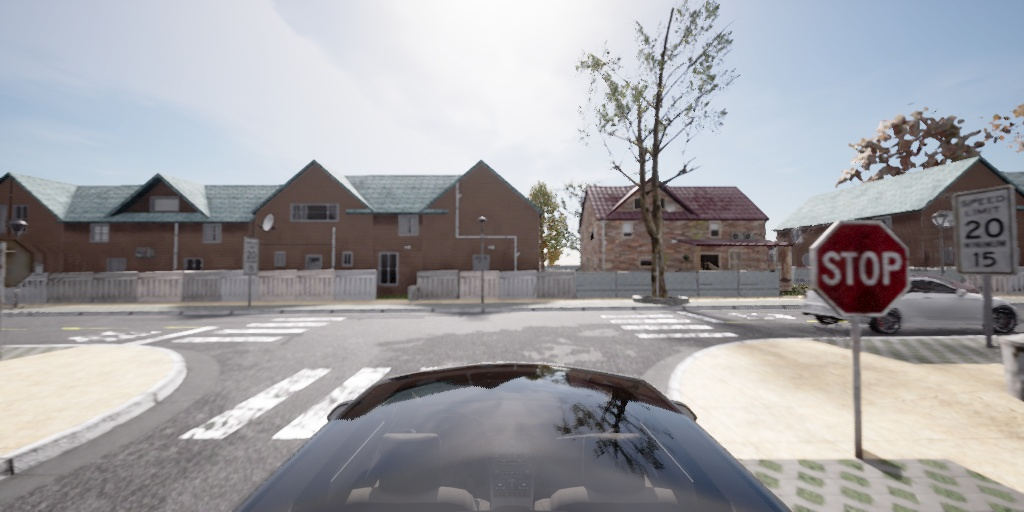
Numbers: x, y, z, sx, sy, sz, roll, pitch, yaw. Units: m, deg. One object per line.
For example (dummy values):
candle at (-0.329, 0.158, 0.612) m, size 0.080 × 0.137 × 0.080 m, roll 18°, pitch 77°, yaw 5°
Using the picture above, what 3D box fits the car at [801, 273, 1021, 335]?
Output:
car at (10.519, 1.246, 9.710) m, size 4.674 × 1.442 × 1.812 m, roll 0°, pitch -2°, yaw 0°
